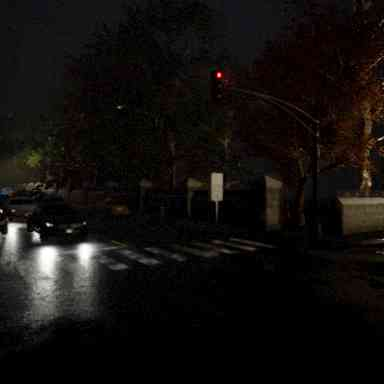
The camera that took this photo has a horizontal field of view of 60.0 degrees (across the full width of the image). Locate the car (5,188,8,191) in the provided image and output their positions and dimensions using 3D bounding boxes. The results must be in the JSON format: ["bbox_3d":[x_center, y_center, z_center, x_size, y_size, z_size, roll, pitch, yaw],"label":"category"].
[{"bbox_3d":[-32.416,0.388,61.025,2.008,1.369,4.403,2,0,-36],"label":"car"}]

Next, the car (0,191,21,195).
[{"bbox_3d":[-17.670,0.935,30.903,2.033,1.411,5.357,0,1,-36],"label":"car"}]

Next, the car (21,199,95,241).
[{"bbox_3d":[-6.293,1.258,15.270,1.812,1.442,4.674,0,1,-36],"label":"car"}]

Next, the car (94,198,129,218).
[{"bbox_3d":[-6.450,1.140,25.346,1.752,1.417,4.829,2,0,-36],"label":"car"}]

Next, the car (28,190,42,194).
[{"bbox_3d":[-19.384,0.791,43.118,1.947,1.339,4.313,2,0,-36],"label":"car"}]

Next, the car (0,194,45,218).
[{"bbox_3d":[-11.653,1.095,22.643,1.812,1.442,4.674,0,1,-36],"label":"car"}]

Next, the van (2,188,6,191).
[{"bbox_3d":[-38.925,-0.014,69.979,1.690,1.788,3.998,2,0,-36],"label":"van"}]

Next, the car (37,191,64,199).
[{"bbox_3d":[-16.124,0.873,38.640,2.008,1.369,4.403,2,0,-36],"label":"car"}]

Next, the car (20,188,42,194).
[{"bbox_3d":[-22.635,0.443,47.595,2.192,1.841,5.009,2,0,-36],"label":"car"}]

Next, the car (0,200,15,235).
[{"bbox_3d":[-9.872,1.256,15.806,1.802,1.307,4.206,2,0,-36],"label":"car"}]

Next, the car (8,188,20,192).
[{"bbox_3d":[-29.151,0.249,56.549,2.192,1.841,5.009,2,0,-36],"label":"car"}]
